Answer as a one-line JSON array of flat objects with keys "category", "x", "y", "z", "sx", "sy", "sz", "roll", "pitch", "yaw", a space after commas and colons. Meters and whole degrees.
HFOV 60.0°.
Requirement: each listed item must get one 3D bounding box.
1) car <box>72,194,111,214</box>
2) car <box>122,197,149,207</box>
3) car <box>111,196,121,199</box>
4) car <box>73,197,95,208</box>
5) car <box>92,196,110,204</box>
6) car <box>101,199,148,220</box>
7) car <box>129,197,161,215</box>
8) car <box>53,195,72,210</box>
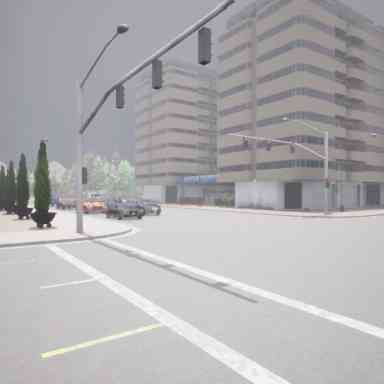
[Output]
[{"category": "car", "x": -10.767, "y": 1.352, "z": 35.386, "sx": 2.097, "sy": 1.767, "sz": 4.553, "roll": 0, "pitch": 0, "yaw": -35}, {"category": "car", "x": -8.796, "y": 1.491, "z": 51.300, "sx": 2.128, "sy": 1.511, "sz": 4.902, "roll": 0, "pitch": 0, "yaw": -35}, {"category": "car", "x": -10.078, "y": 1.505, "z": 40.532, "sx": 1.837, "sy": 1.490, "sz": 4.892, "roll": 0, "pitch": 0, "yaw": -35}, {"category": "car", "x": -15.964, "y": 1.505, "z": 49.028, "sx": 1.837, "sy": 1.490, "sz": 4.892, "roll": 0, "pitch": 0, "yaw": -34}, {"category": "car", "x": -17.472, "y": 1.505, "z": 63.783, "sx": 1.837, "sy": 1.490, "sz": 4.892, "roll": 0, "pitch": 0, "yaw": -34}, {"category": "car", "x": -5.811, "y": 1.564, "z": 28.252, "sx": 1.994, "sy": 1.385, "sz": 4.181, "roll": 0, "pitch": 0, "yaw": -35}, {"category": "car", "x": -4.834, "y": 1.492, "z": 32.975, "sx": 2.128, "sy": 1.511, "sz": 4.902, "roll": 0, "pitch": 0, "yaw": -35}, {"category": "car", "x": -16.405, "y": 1.526, "z": 43.520, "sx": 1.812, "sy": 1.442, "sz": 4.674, "roll": 0, "pitch": 0, "yaw": -35}]
